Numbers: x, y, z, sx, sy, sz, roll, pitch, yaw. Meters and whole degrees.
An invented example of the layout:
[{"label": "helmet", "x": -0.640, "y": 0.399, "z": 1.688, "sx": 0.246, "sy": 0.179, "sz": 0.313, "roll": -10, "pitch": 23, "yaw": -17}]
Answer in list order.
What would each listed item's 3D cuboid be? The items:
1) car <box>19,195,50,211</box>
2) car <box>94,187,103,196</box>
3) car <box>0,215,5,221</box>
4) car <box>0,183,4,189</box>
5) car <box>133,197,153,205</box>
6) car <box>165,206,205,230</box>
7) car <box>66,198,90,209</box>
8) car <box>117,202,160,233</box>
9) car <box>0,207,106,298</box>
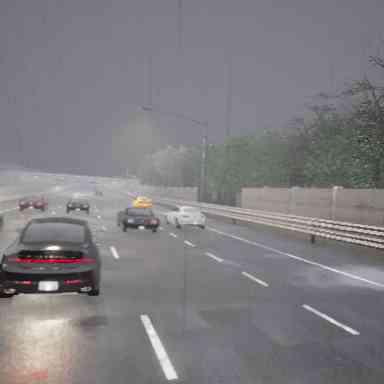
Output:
[{"label": "car", "x": -13.412, "y": 0.931, "z": 28.545, "sx": 1.895, "sy": 1.301, "sz": 4.718, "roll": 4, "pitch": 0, "yaw": -18}, {"label": "car", "x": -25.195, "y": 0.112, "z": 90.028, "sx": 2.097, "sy": 1.767, "sz": 4.553, "roll": 4, "pitch": 1, "yaw": -17}, {"label": "car", "x": -8.027, "y": 1.167, "z": 11.629, "sx": 1.895, "sy": 1.301, "sz": 4.718, "roll": 4, "pitch": 0, "yaw": -18}, {"label": "car", "x": -40.999, "y": -1.250, "z": 70.006, "sx": 2.097, "sy": 1.767, "sz": 4.553, "roll": 4, "pitch": 0, "yaw": -17}, {"label": "car", "x": -5.980, "y": 1.353, "z": 39.854, "sx": 1.882, "sy": 1.535, "sz": 5.008, "roll": 4, "pitch": 0, "yaw": -17}, {"label": "car", "x": -0.492, "y": 1.646, "z": 22.542, "sx": 1.812, "sy": 1.442, "sz": 4.674, "roll": 4, "pitch": 0, "yaw": -18}, {"label": "car", "x": -10.115, "y": 1.149, "z": 29.708, "sx": 1.895, "sy": 1.301, "sz": 4.718, "roll": 4, "pitch": 0, "yaw": -18}, {"label": "car", "x": -3.251, "y": 1.523, "z": 19.299, "sx": 1.895, "sy": 1.301, "sz": 4.718, "roll": 4, "pitch": 0, "yaw": -18}, {"label": "car", "x": -3.217, "y": 1.354, "z": 8.092, "sx": 1.837, "sy": 1.490, "sz": 4.892, "roll": 4, "pitch": 0, "yaw": -18}]
